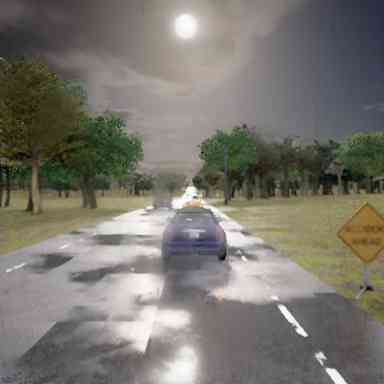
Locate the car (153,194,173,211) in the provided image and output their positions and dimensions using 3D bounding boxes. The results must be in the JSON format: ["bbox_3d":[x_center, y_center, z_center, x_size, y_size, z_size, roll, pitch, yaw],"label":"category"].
[{"bbox_3d":[-3.593,1.253,41.718,2.150,2.045,5.566,0,0,0],"label":"car"}]

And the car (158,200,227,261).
[{"bbox_3d":[0.081,1.356,12.495,2.097,1.767,4.553,0,0,0],"label":"car"}]

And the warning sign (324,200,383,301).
[{"bbox_3d":[3.548,1.117,6.775,1.300,1.860,1.060,0,0,0],"label":"warning sign"}]

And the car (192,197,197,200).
[{"bbox_3d":[0.088,1.487,29.627,1.882,1.535,5.008,0,0,0],"label":"car"}]
